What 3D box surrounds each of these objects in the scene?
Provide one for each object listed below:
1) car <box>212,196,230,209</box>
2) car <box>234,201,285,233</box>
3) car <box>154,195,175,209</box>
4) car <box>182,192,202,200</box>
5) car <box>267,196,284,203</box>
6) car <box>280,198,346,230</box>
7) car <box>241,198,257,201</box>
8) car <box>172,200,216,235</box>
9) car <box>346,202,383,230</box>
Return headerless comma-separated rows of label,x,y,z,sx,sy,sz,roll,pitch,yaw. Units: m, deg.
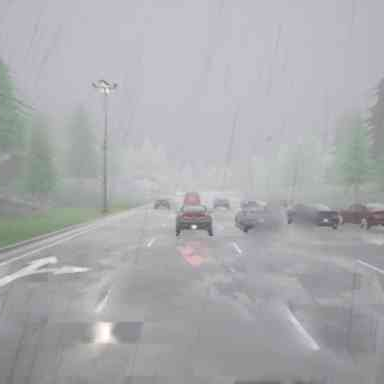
car,3.510,1.256,40.566,2.128,1.511,4.902,0,0,0
car,3.599,1.453,18.897,1.994,1.385,4.181,0,0,0
car,-3.491,1.270,40.467,1.837,1.490,4.892,0,1,0
car,-0.001,0.987,40.466,2.150,2.045,5.566,0,0,0
car,10.506,1.266,41.253,1.837,1.490,4.892,0,1,0
car,7.099,1.360,20.124,1.882,1.535,5.008,0,0,0
car,7.006,1.362,40.963,1.895,1.301,4.718,0,0,0
car,0.099,1.397,18.004,1.837,1.490,4.892,0,0,0
car,10.599,1.360,20.126,1.882,1.535,5.008,0,0,0
